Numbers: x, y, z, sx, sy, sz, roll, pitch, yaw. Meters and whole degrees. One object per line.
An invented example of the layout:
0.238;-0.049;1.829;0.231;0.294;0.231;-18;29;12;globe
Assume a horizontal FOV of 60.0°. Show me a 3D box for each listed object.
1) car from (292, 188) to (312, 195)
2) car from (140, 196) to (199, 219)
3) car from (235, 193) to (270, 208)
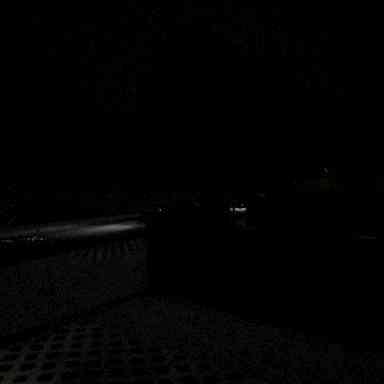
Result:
15.282;0.250;45.841;1.812;1.442;4.674;0;2;35;car
-1.414;1.054;22.541;2.128;1.511;4.902;0;1;36;car
6.209;0.768;33.250;2.033;1.411;5.357;0;2;36;car
